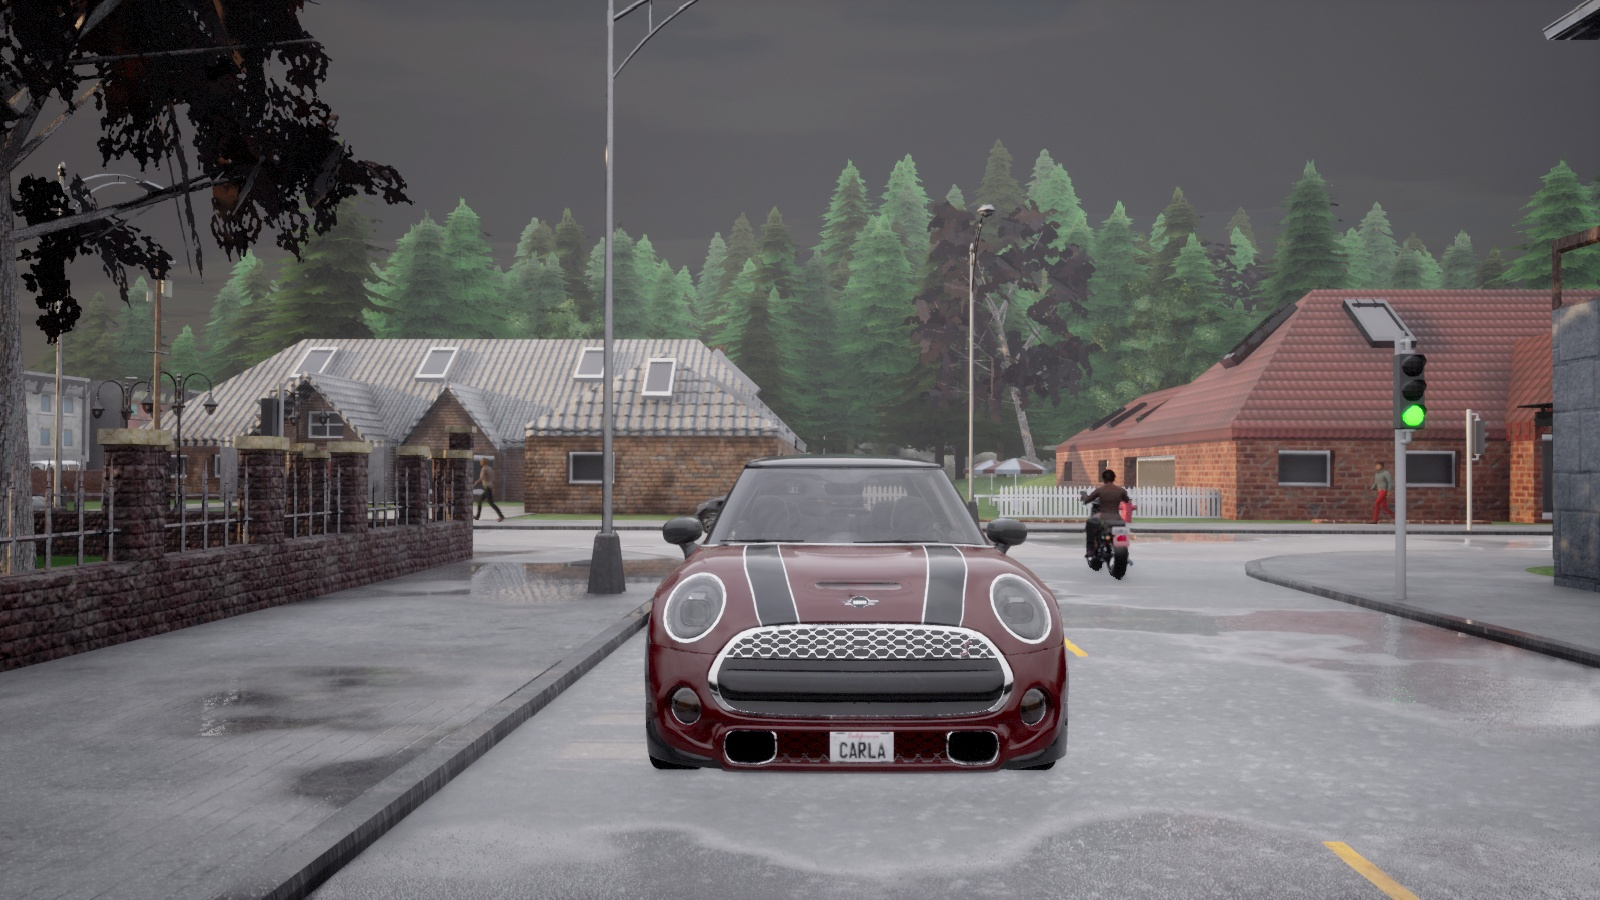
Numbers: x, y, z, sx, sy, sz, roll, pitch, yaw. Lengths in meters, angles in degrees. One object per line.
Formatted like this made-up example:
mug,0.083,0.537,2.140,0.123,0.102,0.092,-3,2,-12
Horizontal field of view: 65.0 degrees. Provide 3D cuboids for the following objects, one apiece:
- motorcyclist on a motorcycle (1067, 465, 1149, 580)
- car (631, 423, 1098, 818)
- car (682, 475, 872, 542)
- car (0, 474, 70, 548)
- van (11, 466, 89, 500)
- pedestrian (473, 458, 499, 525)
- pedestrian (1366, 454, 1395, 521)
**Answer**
motorcyclist on a motorcycle,4.684,1.069,19.270,0.766,1.649,2.350,0,-1,2
car,0.271,0.805,7.943,2.097,1.767,4.553,0,-1,0
car,-0.570,1.323,29.405,4.193,1.474,1.816,-1,-1,36
car,-18.574,1.289,27.041,4.514,1.525,2.007,0,-1,0
van,-46.843,2.041,78.569,2.069,2.038,4.480,0,-1,2
pedestrian,-8.716,1.138,34.828,0.634,1.846,0.331,0,-1,3
pedestrian,16.226,1.048,35.117,0.614,1.847,0.353,0,-1,0
